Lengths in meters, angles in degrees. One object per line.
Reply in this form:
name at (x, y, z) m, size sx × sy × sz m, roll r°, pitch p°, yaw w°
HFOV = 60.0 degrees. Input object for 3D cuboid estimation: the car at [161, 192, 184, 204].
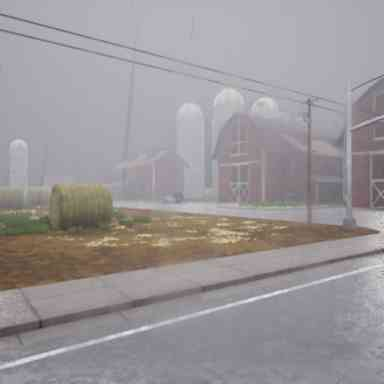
car at (-3.325, 1.053, 58.097) m, size 3.866 × 1.878 × 1.905 m, roll -2°, pitch 5°, yaw 11°
